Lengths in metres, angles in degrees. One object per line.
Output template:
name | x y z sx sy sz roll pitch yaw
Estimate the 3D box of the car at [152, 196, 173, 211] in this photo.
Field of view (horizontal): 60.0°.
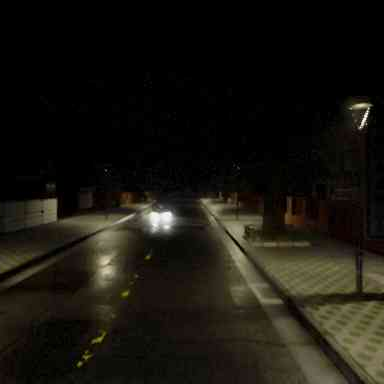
car | -2.982 1.128 34.510 2.128 1.511 4.902 0 1 0
